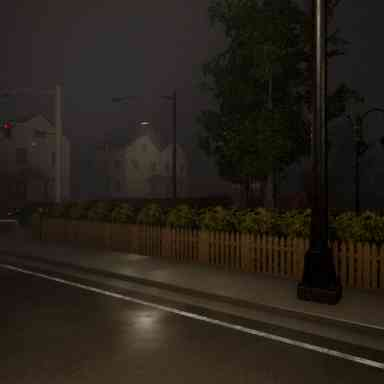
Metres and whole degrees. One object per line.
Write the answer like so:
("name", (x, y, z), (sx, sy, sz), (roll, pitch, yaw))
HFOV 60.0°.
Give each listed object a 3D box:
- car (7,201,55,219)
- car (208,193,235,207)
("car", (-13.761, 1.526, 29.413), (1.812, 1.442, 4.674), (0, 0, 35))
("car", (4.216, 1.221, 48.863), (2.150, 2.045, 5.566), (0, 0, 35))
